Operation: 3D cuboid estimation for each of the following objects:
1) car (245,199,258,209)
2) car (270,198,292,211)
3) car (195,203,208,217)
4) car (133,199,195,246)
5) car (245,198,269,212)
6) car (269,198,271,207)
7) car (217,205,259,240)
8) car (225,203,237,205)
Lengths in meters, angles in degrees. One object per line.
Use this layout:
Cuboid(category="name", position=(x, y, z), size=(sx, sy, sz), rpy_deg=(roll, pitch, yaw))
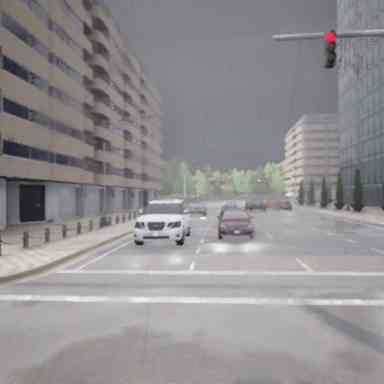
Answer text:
Cuboid(category="car", position=(9.872, 1.985, 55.580), size=(1.837, 1.490, 4.892), rpy_deg=(-1, -1, 6))
Cuboid(category="car", position=(12.345, 1.825, 45.129), size=(2.128, 1.511, 4.902), rpy_deg=(-1, -1, 7))
Cuboid(category="car", position=(0.718, 1.902, 36.321), size=(1.812, 1.442, 4.674), rpy_deg=(-1, -1, 6))
Cuboid(category="car", position=(-1.288, 1.396, 16.691), size=(2.150, 2.045, 5.566), rpy_deg=(-1, 0, 5))
Cuboid(category="car", position=(8.897, 1.734, 45.780), size=(2.097, 1.767, 4.553), rpy_deg=(-1, -1, 6))
Cuboid(category="car", position=(13.348, 1.785, 55.187), size=(2.097, 1.767, 4.553), rpy_deg=(-1, -1, 6))
Cuboid(category="car", position=(2.382, 1.680, 18.283), size=(1.812, 1.442, 4.674), rpy_deg=(-1, -1, 5))
Cuboid(category="car", position=(4.070, 1.881, 34.744), size=(1.994, 1.385, 4.181), rpy_deg=(-1, -1, 6))
